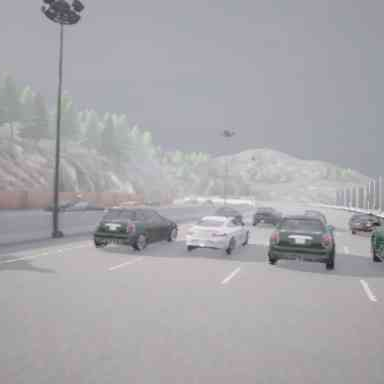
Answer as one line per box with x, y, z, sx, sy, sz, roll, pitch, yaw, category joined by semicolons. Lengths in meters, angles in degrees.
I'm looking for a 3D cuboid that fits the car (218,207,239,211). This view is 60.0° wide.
3.137;2.035;29.252;1.994;1.385;4.181;1;-1;22;car

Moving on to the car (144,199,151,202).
-6.496;1.749;34.137;1.882;1.535;5.008;1;-1;21;car

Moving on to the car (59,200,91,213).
-10.593;1.675;33.281;1.812;1.442;4.674;1;-1;23;car

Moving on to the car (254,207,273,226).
6.319;2.043;27.785;1.837;1.490;4.892;1;0;22;car

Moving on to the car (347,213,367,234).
12.045;2.181;23.255;2.033;1.411;5.357;1;-1;22;car

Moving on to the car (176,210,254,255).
1.211;1.750;14.504;1.812;1.442;4.674;1;-1;21;car

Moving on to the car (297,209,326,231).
9.672;2.180;26.748;1.994;1.385;4.181;1;-1;22;car

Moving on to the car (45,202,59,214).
-13.407;1.581;35.638;1.882;1.535;5.008;1;-1;21;car

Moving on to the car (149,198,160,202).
-7.470;1.956;61.551;2.097;1.767;4.553;1;-1;20;car

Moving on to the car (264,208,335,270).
4.222;1.633;12.585;2.097;1.767;4.553;1;-1;21;car

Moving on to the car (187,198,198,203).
0.279;2.124;74.505;1.812;1.442;4.674;1;-1;15;car

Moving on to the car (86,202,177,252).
-2.338;1.486;15.022;2.097;1.767;4.553;1;-1;21;car

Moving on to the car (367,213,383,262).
7.123;1.554;10.415;2.150;2.045;5.566;1;-1;22;car
